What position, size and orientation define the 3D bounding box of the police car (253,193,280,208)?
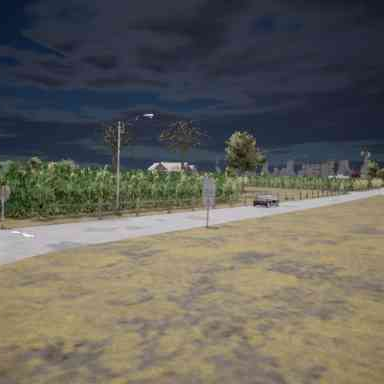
[{"bbox_3d":[9.161,0.980,40.947,1.930,1.638,5.238,3,2,36],"label":"police car"}]
